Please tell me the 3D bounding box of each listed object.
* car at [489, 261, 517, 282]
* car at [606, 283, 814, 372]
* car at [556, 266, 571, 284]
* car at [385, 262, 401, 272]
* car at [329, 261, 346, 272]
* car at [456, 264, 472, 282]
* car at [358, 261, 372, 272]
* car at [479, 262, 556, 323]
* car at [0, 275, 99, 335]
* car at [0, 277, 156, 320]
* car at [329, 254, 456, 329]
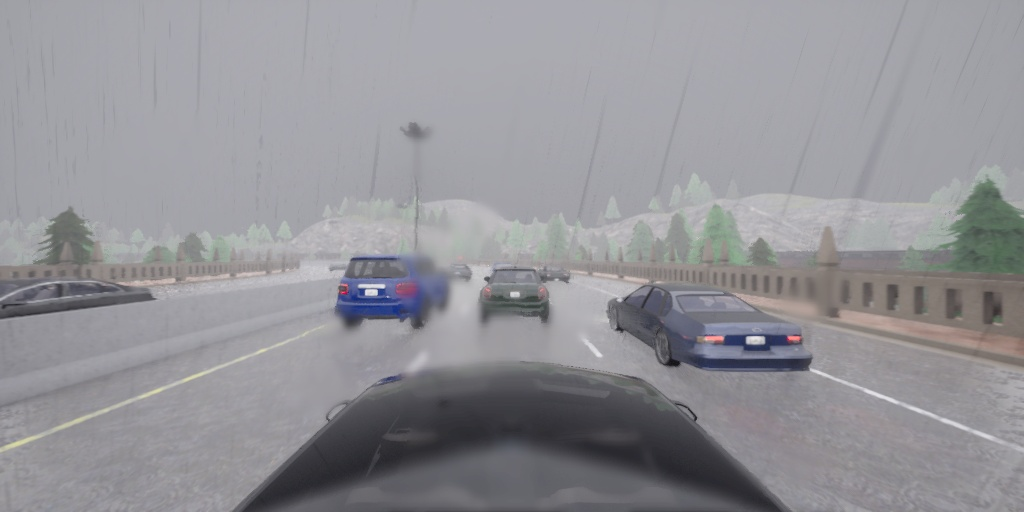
[{"bbox_3d":[-0.863,1.257,30.200,1.882,1.535,5.008,0,0,-7],"label":"car"},{"bbox_3d":[3.595,1.299,7.820,2.033,1.411,5.357,0,0,0],"label":"car"},{"bbox_3d":[2.980,1.373,27.380,1.895,1.301,4.718,0,0,-6],"label":"car"},{"bbox_3d":[-16.636,1.463,49.861,1.895,1.301,4.718,0,0,-21],"label":"car"},{"bbox_3d":[-23.890,1.404,49.237,1.812,1.442,4.674,0,0,-21],"label":"car"},{"bbox_3d":[-4.273,1.344,29.215,1.994,1.385,4.181,0,0,-6],"label":"car"},{"bbox_3d":[-20.453,1.398,50.019,1.812,1.442,4.674,0,0,-21],"label":"car"},{"bbox_3d":[0.100,1.108,12.229,2.097,1.767,4.553,0,0,0],"label":"car"},{"bbox_3d":[-14.105,1.301,8.690,2.033,1.411,5.357,0,0,0],"label":"car"},{"bbox_3d":[-10.615,1.244,7.699,2.128,1.511,4.902,0,0,0],"label":"car"},{"bbox_3d":[-3.399,0.977,11.346,2.150,2.045,5.566,0,0,0],"label":"car"}]
